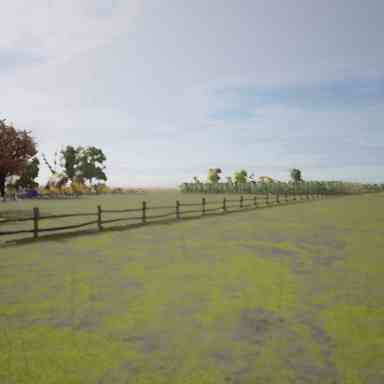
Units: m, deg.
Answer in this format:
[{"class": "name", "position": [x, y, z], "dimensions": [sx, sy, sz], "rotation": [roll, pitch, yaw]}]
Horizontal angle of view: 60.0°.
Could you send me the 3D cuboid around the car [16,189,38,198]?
[{"class": "car", "position": [-36.834, 0.381, 74.440], "dimensions": [2.150, 2.045, 5.566], "rotation": [1, 1, 5]}]
